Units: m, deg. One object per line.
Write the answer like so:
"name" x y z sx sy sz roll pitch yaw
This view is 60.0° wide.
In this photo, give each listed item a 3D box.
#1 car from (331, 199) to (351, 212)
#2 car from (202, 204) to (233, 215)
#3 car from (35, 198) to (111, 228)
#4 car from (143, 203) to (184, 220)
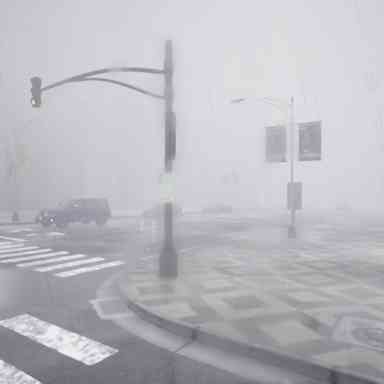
"car" 24.580 2.379 54.078 2.128 1.511 4.902 0 -1 35
"car" 3.190 2.130 41.014 1.895 1.301 4.718 0 -1 35
"car" -8.512 1.457 24.466 2.150 2.045 5.566 0 -1 35
"car" -2.738 1.885 32.633 1.837 1.490 4.892 0 -1 36
